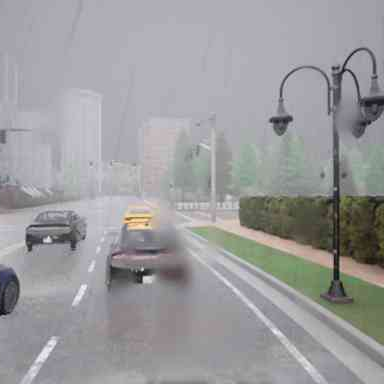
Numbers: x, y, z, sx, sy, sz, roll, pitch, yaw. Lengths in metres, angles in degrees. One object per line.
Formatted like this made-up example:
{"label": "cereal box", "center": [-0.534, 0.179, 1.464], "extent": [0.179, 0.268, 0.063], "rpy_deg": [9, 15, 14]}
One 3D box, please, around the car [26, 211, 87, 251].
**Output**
{"label": "car", "center": [-5.756, 1.558, 14.518], "extent": [2.128, 1.511, 4.902], "rpy_deg": [0, 0, -11]}

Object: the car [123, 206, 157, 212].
{"label": "car", "center": [-3.103, 1.564, 19.864], "extent": [1.882, 1.535, 5.008], "rpy_deg": [0, 0, -9]}

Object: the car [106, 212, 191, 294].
{"label": "car", "center": [-1.214, 1.532, 9.005], "extent": [2.128, 1.511, 4.902], "rpy_deg": [0, 0, -9]}

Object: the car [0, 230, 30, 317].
{"label": "car", "center": [-4.065, 1.548, 4.527], "extent": [1.812, 1.442, 4.674], "rpy_deg": [0, 0, -7]}
